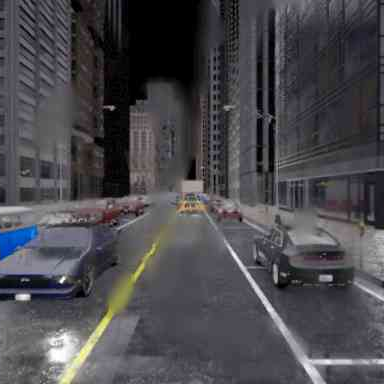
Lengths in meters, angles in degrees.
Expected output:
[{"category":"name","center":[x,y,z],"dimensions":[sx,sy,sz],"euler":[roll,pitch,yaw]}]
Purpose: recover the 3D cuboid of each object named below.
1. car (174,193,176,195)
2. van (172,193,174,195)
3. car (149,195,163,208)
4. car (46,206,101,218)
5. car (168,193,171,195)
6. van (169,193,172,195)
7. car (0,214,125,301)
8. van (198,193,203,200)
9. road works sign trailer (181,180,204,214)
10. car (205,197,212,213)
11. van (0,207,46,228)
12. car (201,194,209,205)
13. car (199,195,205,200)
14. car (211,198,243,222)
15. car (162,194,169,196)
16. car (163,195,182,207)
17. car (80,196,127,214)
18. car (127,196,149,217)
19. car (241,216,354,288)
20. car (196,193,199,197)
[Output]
[{"category":"car","center":[-5.753,1.410,82.374],"dimensions":[1.967,1.590,4.097],"euler":[0,0,0]},{"category":"van","center":[-5.754,1.313,76.734],"dimensions":[1.690,1.788,3.998],"euler":[0,0,0]},{"category":"car","center":[-5.757,1.547,48.530],"dimensions":[1.947,1.339,4.313],"euler":[0,0,0]},{"category":"car","center":[-5.763,1.542,14.685],"dimensions":[2.008,1.369,4.403],"euler":[0,0,0]},{"category":"car","center":[-5.755,1.501,65.282],"dimensions":[1.752,1.417,4.829],"euler":[0,0,0]},{"category":"van","center":[-5.755,1.315,71.093],"dimensions":[1.690,1.788,3.998],"euler":[0,0,0]},{"category":"car","center":[-3.098,1.541,8.756],"dimensions":[2.033,1.411,5.357],"euler":[0,0,0]},{"category":"van","center":[2.770,1.315,71.096],"dimensions":[1.690,1.788,3.998],"euler":[0,0,0]},{"category":"road works sign trailer","center":[0.005,0.449,34.638],"dimensions":[2.380,3.560,2.880],"euler":[0,0,0]},{"category":"car","center":[2.766,1.550,37.252],"dimensions":[1.947,1.339,4.313],"euler":[0,0,0]},{"category":"van","center":[-5.764,1.335,9.045],"dimensions":[1.690,1.788,3.998],"euler":[0,0,0]},{"category":"car","center":[2.768,1.524,54.174],"dimensions":[1.887,1.381,4.507],"euler":[0,0,0]},{"category":"car","center":[2.775,1.549,93.659],"dimensions":[1.802,1.307,4.206],"euler":[0,0,0]},{"category":"car","center":[2.764,1.427,25.971],"dimensions":[1.967,1.590,4.097],"euler":[0,0,0]},{"category":"car","center":[-5.756,1.528,59.812],"dimensions":[2.008,1.369,4.403],"euler":[0,0,0]},{"category":"car","center":[-3.065,1.544,51.544],"dimensions":[1.994,1.385,4.181],"euler":[0,0,0]},{"category":"car","center":[-5.763,1.304,20.326],"dimensions":[2.192,1.841,5.009],"euler":[0,0,0]},{"category":"car","center":[-5.761,1.301,31.608],"dimensions":[2.192,1.841,5.009],"euler":[0,0,0]},{"category":"car","center":[2.762,1.545,9.050],"dimensions":[2.008,1.369,4.403],"euler":[0,0,0]},{"category":"car","center":[2.774,1.551,88.018],"dimensions":[1.802,1.307,4.206],"euler":[0,0,0]}]
